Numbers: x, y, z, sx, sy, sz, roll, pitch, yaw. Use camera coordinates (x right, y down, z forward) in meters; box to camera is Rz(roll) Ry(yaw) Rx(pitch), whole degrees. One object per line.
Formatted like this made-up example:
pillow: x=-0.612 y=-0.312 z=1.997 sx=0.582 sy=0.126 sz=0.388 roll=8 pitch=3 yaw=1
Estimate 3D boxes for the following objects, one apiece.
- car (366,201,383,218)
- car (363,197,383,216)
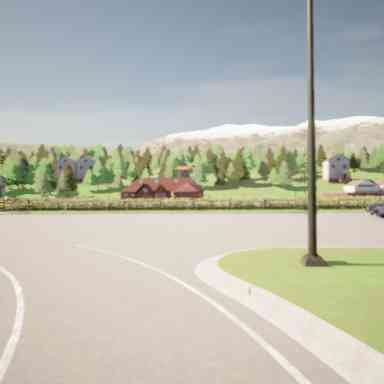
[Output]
car: x=16.214 y=1.262 z=24.438 sx=5.357 sy=1.411 sz=2.033 roll=-1 pitch=0 yaw=6
car: x=17.274 y=1.194 z=27.848 sx=4.892 sy=1.490 sz=1.837 roll=-1 pitch=0 yaw=6
